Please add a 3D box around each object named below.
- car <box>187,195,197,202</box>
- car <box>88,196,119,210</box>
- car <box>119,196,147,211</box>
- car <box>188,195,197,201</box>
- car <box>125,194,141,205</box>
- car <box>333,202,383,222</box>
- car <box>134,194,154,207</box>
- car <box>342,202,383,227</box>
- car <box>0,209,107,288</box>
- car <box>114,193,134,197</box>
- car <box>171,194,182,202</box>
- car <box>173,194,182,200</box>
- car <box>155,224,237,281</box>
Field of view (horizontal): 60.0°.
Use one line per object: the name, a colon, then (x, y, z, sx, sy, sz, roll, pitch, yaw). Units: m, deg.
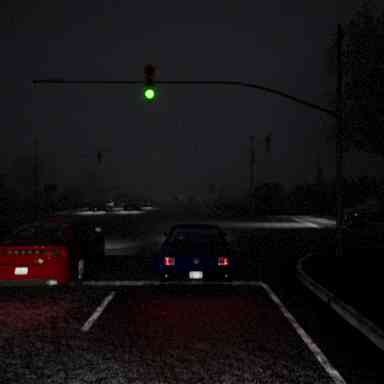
car: (-0.003, 1.417, 70.585, 1.837, 1.490, 4.892, 0, 0, 0)
car: (-10.595, 1.501, 39.301, 2.033, 1.411, 5.357, 0, 0, 0)
car: (-7.131, 1.500, 40.544, 2.033, 1.411, 5.357, 0, 0, -3)
car: (0.038, 1.430, 80.949, 2.128, 1.511, 4.902, 0, 0, 1)
car: (-10.506, 1.282, 59.336, 2.097, 1.767, 4.553, 0, 0, 0)
car: (13.578, 1.495, 25.611, 4.674, 1.442, 1.812, 0, 0, 5)
car: (-7.055, 1.293, 50.068, 2.097, 1.767, 4.553, 0, 0, 0)
car: (12.718, 1.465, 22.155, 4.902, 1.511, 2.128, 0, 0, 3)
car: (-3.726, 1.467, 9.310, 1.882, 1.535, 5.008, 0, 0, -5)
car: (-10.552, 1.164, 49.301, 2.150, 2.045, 5.566, 0, 0, 1)
car: (-3.502, 1.449, 70.571, 2.033, 1.411, 5.357, 0, 0, 0)
car: (-3.463, 1.233, 80.979, 1.882, 1.535, 5.008, 0, 0, 1)
car: (0.099, 1.589, 9.740, 1.895, 1.301, 4.718, 0, 0, 0)
